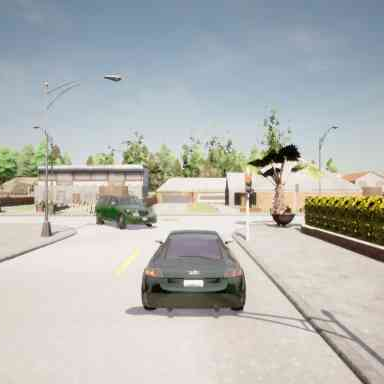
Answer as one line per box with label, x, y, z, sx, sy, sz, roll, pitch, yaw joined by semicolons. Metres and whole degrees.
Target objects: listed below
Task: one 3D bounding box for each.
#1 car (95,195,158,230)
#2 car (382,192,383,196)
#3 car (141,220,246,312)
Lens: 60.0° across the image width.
car;-4.387;1.222;21.500;2.150;2.045;5.566;3;-2;-38
car;37.875;0.973;64.998;1.905;1.878;3.866;0;0;0
car;0.042;1.564;7.790;1.994;1.385;4.181;0;0;0
